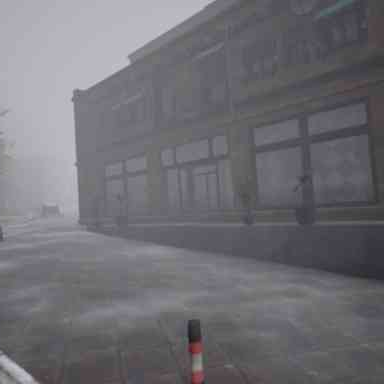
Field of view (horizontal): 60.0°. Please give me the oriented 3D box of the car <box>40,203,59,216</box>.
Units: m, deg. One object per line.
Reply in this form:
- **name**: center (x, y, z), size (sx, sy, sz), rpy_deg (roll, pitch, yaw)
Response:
- **car**: center (-18.128, 2.120, 42.243), size (1.882, 1.535, 5.008), rpy_deg (-2, -1, -28)
